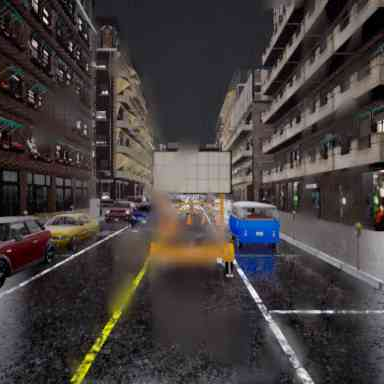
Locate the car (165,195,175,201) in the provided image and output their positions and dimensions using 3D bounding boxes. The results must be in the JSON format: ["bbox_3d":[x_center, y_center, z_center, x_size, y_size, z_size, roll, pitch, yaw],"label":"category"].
[{"bbox_3d":[-5.356,1.550,80.991,2.008,1.369,4.403,1,0,0],"label":"car"}]

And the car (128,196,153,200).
[{"bbox_3d":[-5.324,1.318,31.050,2.192,1.841,5.009,1,0,0],"label":"car"}]

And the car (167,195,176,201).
[{"bbox_3d":[-5.359,1.564,86.540,1.947,1.339,4.313,1,0,0],"label":"car"}]

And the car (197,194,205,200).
[{"bbox_3d":[2.519,1.437,92.115,1.967,1.590,4.097,1,0,0],"label":"car"}]

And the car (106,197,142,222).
[{"bbox_3d":[-5.322,1.442,25.501,1.967,1.590,4.097,1,0,0],"label":"car"}]

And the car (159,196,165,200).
[{"bbox_3d":[-5.337,1.585,47.697,1.802,1.307,4.206,1,0,0],"label":"car"}]

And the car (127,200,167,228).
[{"bbox_3d":[-2.866,1.528,22.249,1.812,1.442,4.674,0,0,0],"label":"car"}]

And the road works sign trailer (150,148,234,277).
[{"bbox_3d":[0.000,0.466,10.228,2.380,3.560,2.880,0,0,0],"label":"road works sign trailer"}]

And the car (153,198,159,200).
[{"bbox_3d":[-5.327,1.318,36.599,2.192,1.841,5.009,1,0,0],"label":"car"}]

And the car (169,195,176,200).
[{"bbox_3d":[-5.363,1.579,92.089,1.802,1.307,4.206,1,0,0],"label":"car"}]

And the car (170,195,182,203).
[{"bbox_3d":[-2.849,1.565,62.399,1.994,1.385,4.181,0,0,0],"label":"car"}]

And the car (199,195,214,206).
[{"bbox_3d":[2.542,1.443,53.271,1.967,1.590,4.097,1,0,0],"label":"car"}]

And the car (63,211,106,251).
[{"bbox_3d":[-5.316,1.527,14.233,1.752,1.417,4.829,1,0,0],"label":"car"}]

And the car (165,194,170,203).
[{"bbox_3d":[-5.343,1.527,58.625,1.752,1.417,4.829,1,0,0],"label":"car"}]

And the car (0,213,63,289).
[{"bbox_3d":[-5.312,1.441,8.854,1.967,1.590,4.097,1,0,0],"label":"car"}]

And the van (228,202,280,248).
[{"bbox_3d":[2.566,1.343,14.427,1.690,1.788,3.998,1,0,0],"label":"van"}]
